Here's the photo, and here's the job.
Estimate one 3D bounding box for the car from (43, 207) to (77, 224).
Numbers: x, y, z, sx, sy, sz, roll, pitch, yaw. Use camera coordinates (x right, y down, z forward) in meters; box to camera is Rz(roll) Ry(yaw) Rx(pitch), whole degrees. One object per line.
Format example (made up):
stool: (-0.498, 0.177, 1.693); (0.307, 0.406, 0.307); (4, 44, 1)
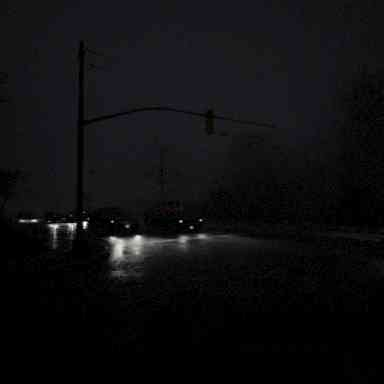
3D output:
car: (-13.015, 2.292, 32.312); (1.812, 1.442, 4.674); (1, -3, -34)

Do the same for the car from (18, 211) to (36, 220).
car: (-24.338, 3.397, 48.939); (1.895, 1.301, 4.718); (1, -3, -34)

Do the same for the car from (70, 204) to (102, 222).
car: (-11.731, 2.301, 36.629); (2.097, 1.767, 4.553); (1, -3, -34)

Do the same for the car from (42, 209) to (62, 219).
car: (-21.472, 3.325, 50.951); (1.837, 1.490, 4.892); (1, -3, -34)

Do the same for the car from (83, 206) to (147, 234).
car: (-4.986, 1.711, 20.635); (2.128, 1.511, 4.902); (1, -2, -34)

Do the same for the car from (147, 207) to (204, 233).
car: (-1.274, 1.828, 21.426); (1.895, 1.301, 4.718); (1, -2, -35)

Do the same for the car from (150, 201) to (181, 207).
car: (-3.219, 2.013, 36.774); (2.150, 2.045, 5.566); (1, -3, -34)
